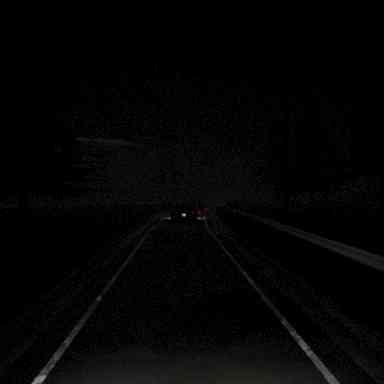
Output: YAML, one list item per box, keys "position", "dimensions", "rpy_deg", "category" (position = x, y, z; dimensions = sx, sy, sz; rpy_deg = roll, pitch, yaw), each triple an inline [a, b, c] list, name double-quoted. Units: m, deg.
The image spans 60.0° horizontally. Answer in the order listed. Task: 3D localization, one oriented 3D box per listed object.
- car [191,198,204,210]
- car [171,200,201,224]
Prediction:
- position: [0.511, 1.549, 43.185]
  dimensions: [1.812, 1.442, 4.674]
  rpy_deg: [0, 0, 7]
  category: "car"
- position: [-0.555, 1.580, 25.321]
  dimensions: [1.994, 1.385, 4.181]
  rpy_deg: [0, 0, 0]
  category: "car"
